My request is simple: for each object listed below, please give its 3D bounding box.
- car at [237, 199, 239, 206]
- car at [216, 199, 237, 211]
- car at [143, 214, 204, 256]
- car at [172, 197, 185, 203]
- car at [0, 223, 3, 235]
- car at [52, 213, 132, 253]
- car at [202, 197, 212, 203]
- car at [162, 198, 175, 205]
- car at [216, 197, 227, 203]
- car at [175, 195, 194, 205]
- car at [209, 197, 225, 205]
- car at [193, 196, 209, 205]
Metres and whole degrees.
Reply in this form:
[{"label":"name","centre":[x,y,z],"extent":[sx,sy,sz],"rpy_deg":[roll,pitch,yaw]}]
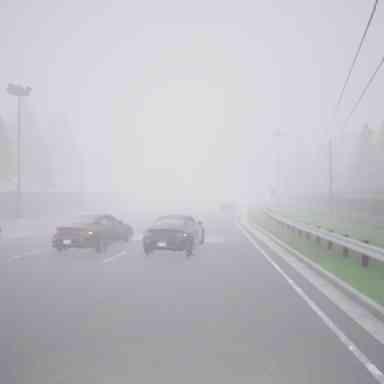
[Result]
[{"label":"car","centre":[8.604,2.095,67.530],"extent":[1.895,1.301,4.718],"rpy_deg":[0,0,10]},{"label":"car","centre":[4.806,1.933,45.298],"extent":[1.895,1.301,4.718],"rpy_deg":[0,0,10]},{"label":"car","centre":[-0.631,1.626,13.577],"extent":[1.812,1.442,4.674],"rpy_deg":[0,0,10]},{"label":"car","centre":[-3.245,1.971,81.897],"extent":[2.033,1.411,5.357],"rpy_deg":[0,0,10]},{"label":"car","centre":[-10.981,1.638,15.347],"extent":[1.812,1.442,4.674],"rpy_deg":[0,0,10]},{"label":"car","centre":[-4.081,1.630,14.167],"extent":[1.812,1.442,4.674],"rpy_deg":[0,0,10]},{"label":"car","centre":[3.655,1.901,80.718],"extent":[1.882,1.535,5.008],"rpy_deg":[0,0,10]},{"label":"car","centre":[-5.001,2.055,71.625],"extent":[2.033,1.411,5.357],"rpy_deg":[0,0,10]},{"label":"car","centre":[7.105,1.944,80.128],"extent":[2.128,1.511,4.902],"rpy_deg":[0,0,10]},{"label":"car","centre":[-1.545,1.737,71.067],"extent":[2.150,2.045,5.566],"rpy_deg":[0,0,10]},{"label":"car","centre":[5.349,2.028,69.856],"extent":[2.128,1.511,4.902],"rpy_deg":[0,0,10]},{"label":"car","centre":[1.970,2.035,70.856],"extent":[1.812,1.442,4.674],"rpy_deg":[0,0,10]}]
